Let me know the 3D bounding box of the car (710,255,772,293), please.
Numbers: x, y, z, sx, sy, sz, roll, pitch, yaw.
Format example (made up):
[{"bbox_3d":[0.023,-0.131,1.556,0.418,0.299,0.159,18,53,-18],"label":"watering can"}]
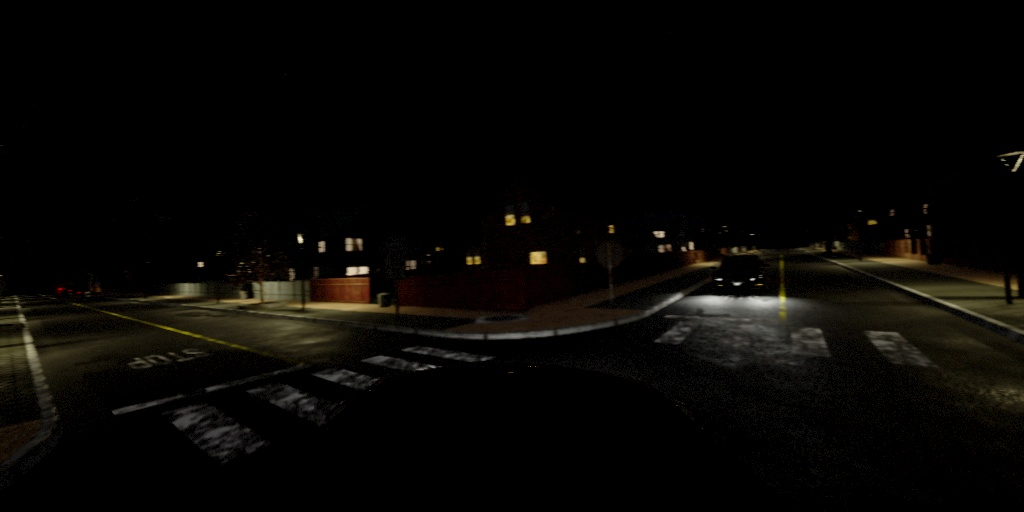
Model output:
[{"bbox_3d":[10.060,0.730,15.712,1.837,1.490,4.892,-4,0,37],"label":"car"}]
